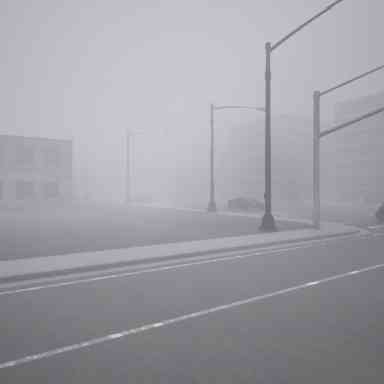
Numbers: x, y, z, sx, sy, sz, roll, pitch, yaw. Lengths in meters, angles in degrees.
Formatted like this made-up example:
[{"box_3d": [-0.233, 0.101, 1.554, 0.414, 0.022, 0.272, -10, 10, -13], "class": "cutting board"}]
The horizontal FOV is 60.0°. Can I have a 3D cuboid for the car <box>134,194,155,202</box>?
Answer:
[{"box_3d": [-8.203, 0.958, 57.231, 1.895, 1.301, 4.718, 0, 1, -34], "class": "car"}]

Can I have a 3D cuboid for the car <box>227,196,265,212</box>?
[{"box_3d": [5.993, 1.271, 36.457, 1.882, 1.535, 5.008, 0, 1, -35], "class": "car"}]

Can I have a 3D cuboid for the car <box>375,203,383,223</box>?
[{"box_3d": [15.278, 1.300, 22.822, 2.097, 1.767, 4.553, 0, 0, -34], "class": "car"}]
